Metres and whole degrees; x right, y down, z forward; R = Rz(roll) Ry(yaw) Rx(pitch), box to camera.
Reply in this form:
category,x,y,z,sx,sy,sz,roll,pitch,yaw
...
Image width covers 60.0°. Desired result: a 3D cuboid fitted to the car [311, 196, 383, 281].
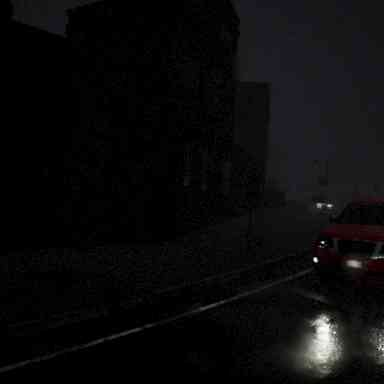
category,x,y,z,sx,sy,sz,roll,pitch,yaw
car,5.363,1.201,9.323,2.150,2.045,5.566,1,1,42

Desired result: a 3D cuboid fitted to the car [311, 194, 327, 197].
category,x,y,z,sx,sy,sz,roll,pitch,yaw
car,19.149,0.938,49.231,1.895,1.301,4.718,3,1,7
